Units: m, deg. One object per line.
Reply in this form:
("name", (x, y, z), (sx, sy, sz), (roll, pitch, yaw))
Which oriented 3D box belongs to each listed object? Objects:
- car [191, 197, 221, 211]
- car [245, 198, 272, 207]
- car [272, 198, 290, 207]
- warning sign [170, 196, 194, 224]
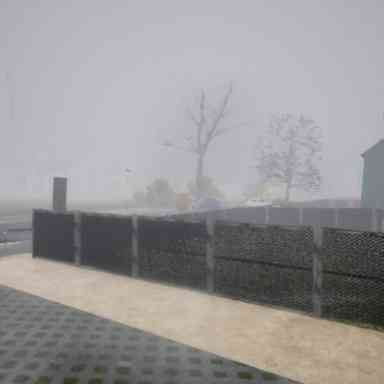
("car", (1.758, 1.376, 38.531), (1.812, 1.442, 4.674), (4, 2, 32))
("car", (8.510, 1.571, 43.831), (1.812, 1.442, 4.674), (4, 2, 33))
("car", (13.850, 1.601, 52.353), (2.033, 1.411, 5.357), (4, 2, 32))
("warning sign", (-0.759, 1.308, 24.522), (1.300, 1.860, 1.060), (5, 3, 32))
